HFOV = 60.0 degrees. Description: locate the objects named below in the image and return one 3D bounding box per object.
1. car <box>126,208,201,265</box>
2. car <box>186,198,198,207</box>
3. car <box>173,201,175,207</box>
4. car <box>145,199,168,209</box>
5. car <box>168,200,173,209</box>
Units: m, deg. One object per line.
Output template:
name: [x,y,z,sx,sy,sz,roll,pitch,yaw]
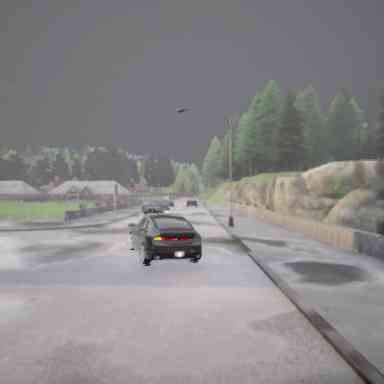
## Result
car: [-1.138,1.578,12.117,1.837,1.490,4.892,2,-1,-19]
car: [-0.006,1.816,57.719,1.882,1.535,5.008,0,0,0]
car: [-4.006,1.933,56.664,1.895,1.301,4.718,0,0,0]
car: [-4.099,1.778,36.467,1.994,1.385,4.181,0,0,0]
car: [-4.083,1.777,46.483,1.837,1.490,4.892,0,0,0]
